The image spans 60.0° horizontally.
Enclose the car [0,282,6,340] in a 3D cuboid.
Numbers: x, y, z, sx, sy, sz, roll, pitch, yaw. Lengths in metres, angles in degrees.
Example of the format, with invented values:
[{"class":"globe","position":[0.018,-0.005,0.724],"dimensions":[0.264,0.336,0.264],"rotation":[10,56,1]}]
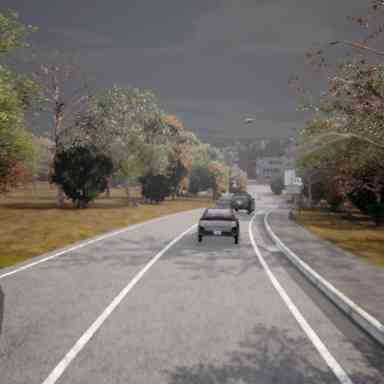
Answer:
[{"class":"car","position":[-3.440,1.485,2.490],"dimensions":[1.837,1.490,4.892],"rotation":[0,0,2]}]

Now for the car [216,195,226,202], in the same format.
[{"class":"car","position":[4.713,1.261,45.639],"dimensions":[2.097,1.767,4.553],"rotation":[2,1,19]}]

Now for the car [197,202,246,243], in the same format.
[{"class":"car","position":[1.371,1.473,16.259],"dimensions":[2.128,1.511,4.902],"rotation":[1,0,7]}]

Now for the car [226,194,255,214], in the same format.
[{"class":"car","position":[5.498,1.217,35.787],"dimensions":[2.150,2.045,5.566],"rotation":[1,0,16]}]
